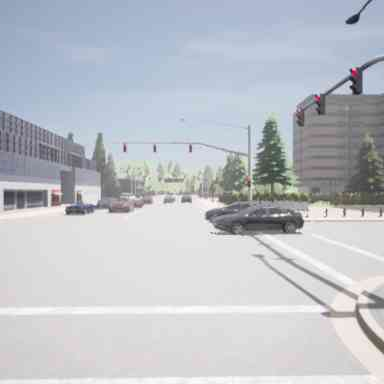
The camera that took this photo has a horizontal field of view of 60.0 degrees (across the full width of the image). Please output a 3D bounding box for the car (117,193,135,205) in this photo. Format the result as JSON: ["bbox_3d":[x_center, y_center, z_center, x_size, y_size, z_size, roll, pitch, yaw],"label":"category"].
[{"bbox_3d":[-11.527,1.198,58.569,2.150,2.045,5.566,0,0,-1],"label":"car"}]

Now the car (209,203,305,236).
[{"bbox_3d":[3.636,1.499,18.131,4.892,1.490,1.837,0,-1,-9],"label":"car"}]

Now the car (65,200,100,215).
[{"bbox_3d":[-11.222,1.588,33.752,1.895,1.301,4.718,0,0,-1],"label":"car"}]

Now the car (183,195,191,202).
[{"bbox_3d":[-1.190,1.410,75.402,1.812,1.442,4.674,0,0,-1],"label":"car"}]

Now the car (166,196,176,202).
[{"bbox_3d":[-4.690,1.481,75.387,1.895,1.301,4.718,0,0,-1],"label":"car"}]

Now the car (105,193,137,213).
[{"bbox_3d":[-7.759,1.338,36.823,2.097,1.767,4.553,0,0,-1],"label":"car"}]

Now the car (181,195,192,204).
[{"bbox_3d":[-1.057,1.327,65.394,2.097,1.767,4.553,0,0,-1],"label":"car"}]

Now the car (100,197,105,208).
[{"bbox_3d":[-11.363,1.488,44.196,1.837,1.490,4.892,0,0,-1],"label":"car"}]

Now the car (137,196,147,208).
[{"bbox_3d":[-7.890,1.546,46.680,1.994,1.385,4.181,0,0,-1],"label":"car"}]

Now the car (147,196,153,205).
[{"bbox_3d":[-8.039,1.455,59.331,1.882,1.535,5.008,0,0,0],"label":"car"}]

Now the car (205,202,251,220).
[{"bbox_3d":[3.363,1.497,23.706,4.892,1.490,1.837,0,1,20],"label":"car"}]

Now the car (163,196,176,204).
[{"bbox_3d":[-4.549,1.523,64.752,2.033,1.411,5.357,0,0,-1],"label":"car"}]
